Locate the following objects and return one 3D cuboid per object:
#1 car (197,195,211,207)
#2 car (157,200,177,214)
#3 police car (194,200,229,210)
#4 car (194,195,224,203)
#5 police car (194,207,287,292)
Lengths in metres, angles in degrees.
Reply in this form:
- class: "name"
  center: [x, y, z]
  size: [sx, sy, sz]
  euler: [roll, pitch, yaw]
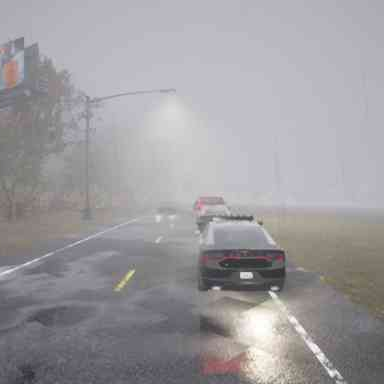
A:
- class: "car"
  center: [2.227, 1.587, 60.092]
  size: [2.150, 2.045, 5.566]
  euler: [0, -1, 4]
- class: "car"
  center: [-2.730, 1.641, 37.216]
  size: [1.882, 1.535, 5.008]
  euler: [0, 0, 3]
- class: "police car"
  center: [1.273, 1.470, 19.079]
  size: [1.930, 1.638, 5.238]
  euler: [0, 0, 1]
- class: "car"
  center: [1.436, 1.300, 24.978]
  size: [2.150, 2.045, 5.566]
  euler: [0, 0, 2]
- class: "police car"
  center: [1.097, 1.437, 9.113]
  size: [1.930, 1.638, 5.238]
  euler: [0, 0, 1]
